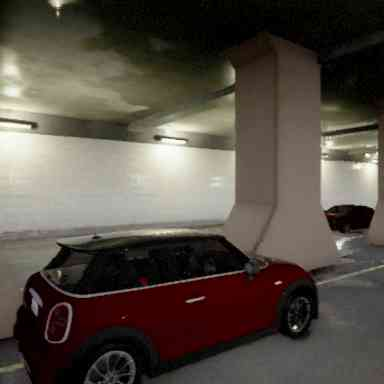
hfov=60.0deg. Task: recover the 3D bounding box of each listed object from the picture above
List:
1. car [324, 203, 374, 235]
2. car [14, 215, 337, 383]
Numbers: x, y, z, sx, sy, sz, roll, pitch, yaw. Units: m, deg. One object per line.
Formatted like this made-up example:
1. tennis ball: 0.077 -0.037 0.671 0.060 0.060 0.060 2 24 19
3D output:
1. car: 8.746 1.426 18.817 5.008 1.535 1.882 0 0 -35
2. car: -0.088 1.344 5.095 4.553 1.767 2.097 0 0 -35
